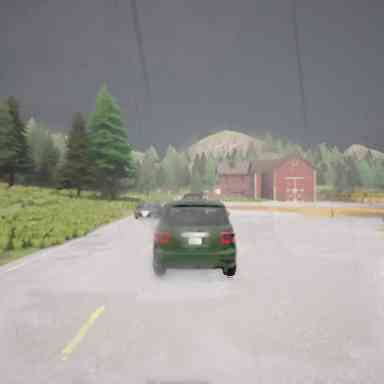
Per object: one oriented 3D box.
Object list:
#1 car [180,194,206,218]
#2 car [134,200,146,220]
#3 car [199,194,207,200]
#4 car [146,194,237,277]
[{"bbox_3d":[0.093,1.179,30.601,2.150,2.045,5.566,0,0,0],"label":"car"},{"bbox_3d":[-3.592,1.453,27.860,2.128,1.511,4.902,0,0,0],"label":"car"},{"bbox_3d":[2.987,1.333,89.706,1.816,1.474,4.193,-6,1,-2],"label":"car"},{"bbox_3d":[0.072,1.210,10.380,2.150,2.045,5.566,0,1,0],"label":"car"}]
